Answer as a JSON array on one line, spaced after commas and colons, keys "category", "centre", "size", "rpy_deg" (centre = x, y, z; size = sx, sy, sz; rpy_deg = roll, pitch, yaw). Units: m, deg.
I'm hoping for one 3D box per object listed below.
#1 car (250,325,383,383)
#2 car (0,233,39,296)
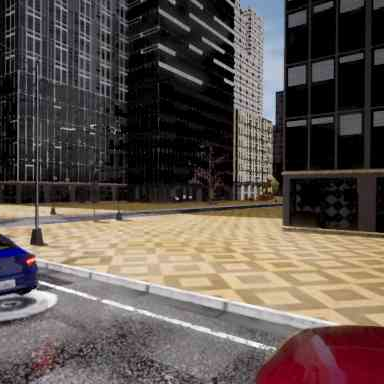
[{"category": "car", "centre": [2.367, 1.564, 1.988], "size": [4.181, 1.385, 1.994], "rpy_deg": [0, 0, 35]}, {"category": "car", "centre": [-5.236, 1.521, 7.415], "size": [4.674, 1.442, 1.812], "rpy_deg": [0, 0, 36]}]
